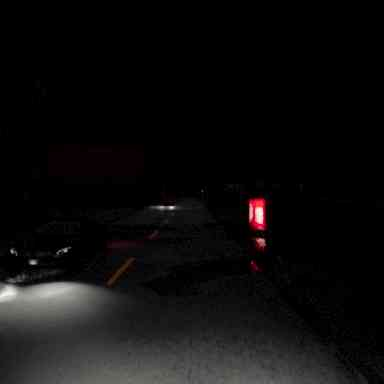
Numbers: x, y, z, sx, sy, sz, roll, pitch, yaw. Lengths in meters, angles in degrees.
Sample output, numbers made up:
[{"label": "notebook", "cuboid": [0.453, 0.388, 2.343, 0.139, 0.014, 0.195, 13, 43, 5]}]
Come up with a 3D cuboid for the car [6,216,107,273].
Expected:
[{"label": "car", "cuboid": [-4.080, 1.536, 10.865, 1.812, 1.442, 4.674, 0, 0, 0]}]

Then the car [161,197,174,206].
[{"label": "car", "cuboid": [-3.988, 1.534, 54.395, 1.882, 1.535, 5.008, 0, 0, 1]}]

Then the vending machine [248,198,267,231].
[{"label": "vending machine", "cuboid": [4.314, 1.439, 21.916, 1.100, 2.100, 0.880, 0, 0, 0]}]
